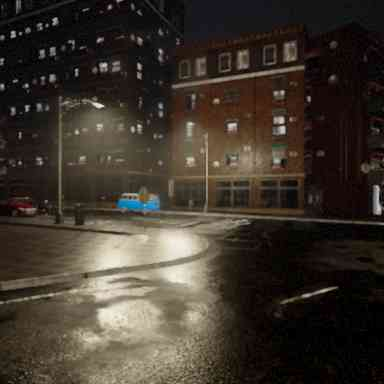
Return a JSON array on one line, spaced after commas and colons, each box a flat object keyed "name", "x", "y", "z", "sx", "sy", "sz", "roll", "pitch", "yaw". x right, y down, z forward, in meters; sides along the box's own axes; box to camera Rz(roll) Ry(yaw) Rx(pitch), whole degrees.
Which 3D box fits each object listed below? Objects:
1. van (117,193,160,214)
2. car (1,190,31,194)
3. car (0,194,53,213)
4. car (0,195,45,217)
[{"name": "van", "x": -4.856, "y": 1.048, "z": 30.306, "sx": 3.998, "sy": 1.788, "sz": 1.690, "roll": 1, "pitch": -1, "yaw": 25}, {"name": "car", "x": -20.202, "y": 0.679, "z": 37.369, "sx": 5.009, "sy": 1.841, "sz": 2.192, "roll": 1, "pitch": -1, "yaw": 25}, {"name": "car", "x": -14.135, "y": 1.146, "z": 28.183, "sx": 4.718, "sy": 1.301, "sz": 1.895, "roll": 1, "pitch": 0, "yaw": 25}, {"name": "car", "x": -13.573, "y": 1.159, "z": 25.087, "sx": 4.206, "sy": 1.307, "sz": 1.802, "roll": 1, "pitch": -1, "yaw": 25}]
